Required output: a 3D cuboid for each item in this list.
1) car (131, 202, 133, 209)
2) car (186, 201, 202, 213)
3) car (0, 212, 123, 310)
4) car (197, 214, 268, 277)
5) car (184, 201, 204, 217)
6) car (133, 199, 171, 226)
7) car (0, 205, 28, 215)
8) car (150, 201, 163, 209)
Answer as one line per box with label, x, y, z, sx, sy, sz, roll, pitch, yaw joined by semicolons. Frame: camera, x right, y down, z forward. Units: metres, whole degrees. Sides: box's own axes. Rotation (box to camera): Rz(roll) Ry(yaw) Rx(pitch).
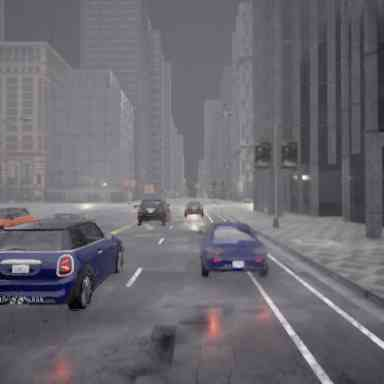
car;-9.449;2.217;59.053;1.882;1.535;5.008;0;-1;1
car;0.276;2.081;46.975;2.128;1.511;4.902;0;-1;1
car;-3.117;1.455;8.203;2.097;1.767;4.553;0;-1;0
car;1.172;1.660;10.599;1.812;1.442;4.674;0;-1;0
car;0.248;1.813;36.681;2.097;1.767;4.553;0;-1;1
car;-3.007;1.561;26.973;2.150;2.045;5.566;0;-1;0
car;-9.775;1.563;16.773;2.097;1.767;4.553;0;-1;0
car;-6.201;2.266;59.072;1.812;1.442;4.674;0;-1;1
